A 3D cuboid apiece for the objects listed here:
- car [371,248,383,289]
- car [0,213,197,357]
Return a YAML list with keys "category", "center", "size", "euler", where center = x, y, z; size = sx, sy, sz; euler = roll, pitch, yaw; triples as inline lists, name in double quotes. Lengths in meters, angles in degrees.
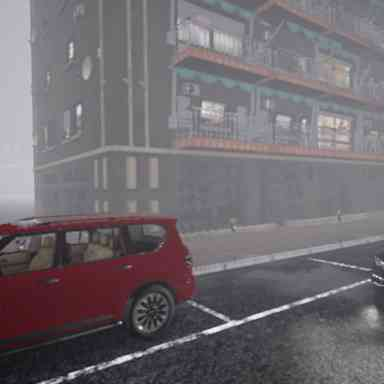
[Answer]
- category: "car"
  center: [6.038, 1.426, 7.691]
  size: [4.902, 1.511, 2.128]
  euler: [0, 0, -36]
- category: "car"
  center: [-2.247, 1.308, 4.974]
  size: [5.009, 1.841, 2.192]
  euler: [0, 0, -36]
